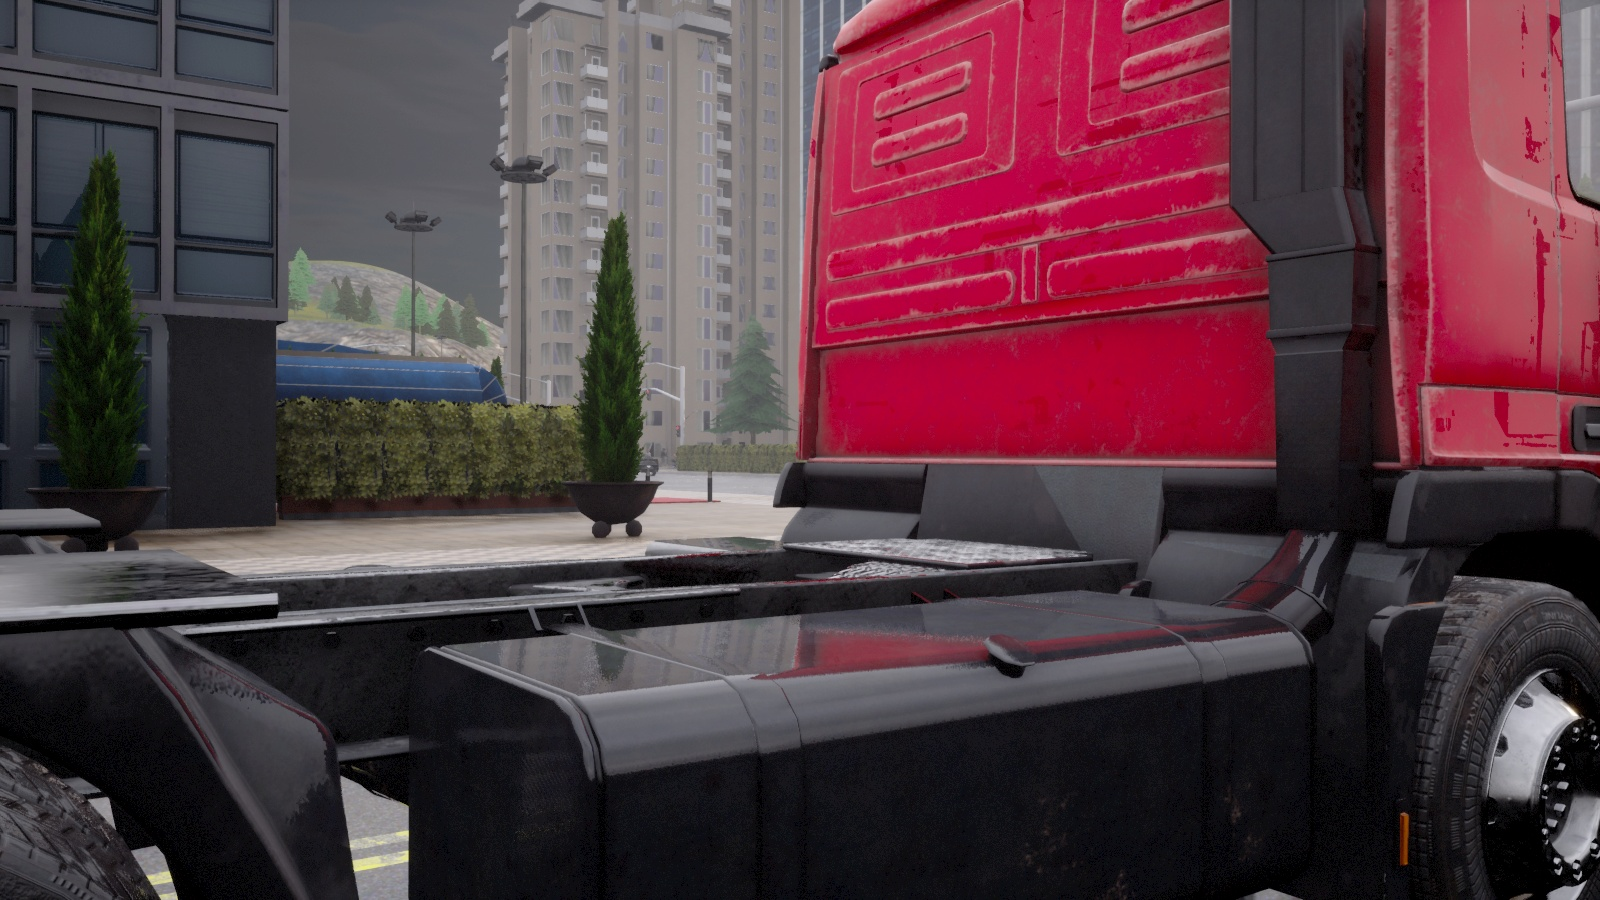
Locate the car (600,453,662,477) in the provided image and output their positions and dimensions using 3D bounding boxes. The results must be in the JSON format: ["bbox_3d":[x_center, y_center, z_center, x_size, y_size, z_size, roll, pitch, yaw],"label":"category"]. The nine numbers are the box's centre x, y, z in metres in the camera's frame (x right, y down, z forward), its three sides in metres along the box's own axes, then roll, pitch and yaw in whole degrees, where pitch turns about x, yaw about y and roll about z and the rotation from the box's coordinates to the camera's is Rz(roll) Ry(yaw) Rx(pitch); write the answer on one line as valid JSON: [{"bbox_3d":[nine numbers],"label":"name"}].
[{"bbox_3d":[-10.939,0.944,81.072,1.882,1.535,5.008,0,0,-35],"label":"car"}]

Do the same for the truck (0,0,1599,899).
[{"bbox_3d":[-0.663,-0.228,3.201,7.936,3.462,2.891,0,0,-35],"label":"truck"}]
